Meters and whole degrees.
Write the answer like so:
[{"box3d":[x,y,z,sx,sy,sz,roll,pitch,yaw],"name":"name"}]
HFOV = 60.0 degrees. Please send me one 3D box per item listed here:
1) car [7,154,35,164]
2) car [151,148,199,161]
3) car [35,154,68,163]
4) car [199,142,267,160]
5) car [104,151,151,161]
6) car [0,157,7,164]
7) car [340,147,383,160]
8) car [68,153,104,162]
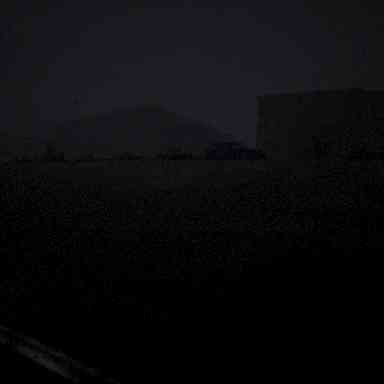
[{"box3d":[-20.975,-4.049,42.708,4.553,1.767,2.185,2,1,31],"name":"car"},{"box3d":[-1.213,-3.484,32.392,4.553,1.767,2.185,2,1,26],"name":"car"},{"box3d":[-15.985,-3.754,39.906,4.792,1.488,2.163,2,1,29],"name":"car"},{"box3d":[3.886,-3.432,30.050,5.566,2.045,2.435,2,1,25],"name":"car"},{"box3d":[-6.293,-3.515,34.837,4.892,1.521,2.231,2,1,27],"name":"car"},{"box3d":[-25.727,-4.058,45.527,5.008,1.535,2.097,2,1,32],"name":"car"},{"box3d":[14.063,-2.724,25.802,4.674,1.452,2.002,2,1,22],"name":"car"},{"box3d":[-11.123,-3.609,37.297,4.674,1.452,2.002,2,1,28],"name":"car"}]
